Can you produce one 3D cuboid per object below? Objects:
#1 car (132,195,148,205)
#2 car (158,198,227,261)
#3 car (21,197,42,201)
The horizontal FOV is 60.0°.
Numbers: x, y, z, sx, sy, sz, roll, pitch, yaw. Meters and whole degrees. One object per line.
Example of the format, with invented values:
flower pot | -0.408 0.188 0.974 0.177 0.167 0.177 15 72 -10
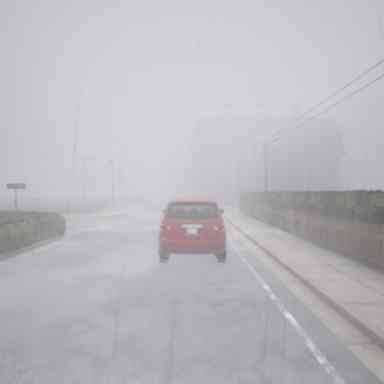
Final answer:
car | -9.450 1.371 60.476 2.097 1.767 4.553 0 0 1
car | 0.047 1.229 12.363 2.150 2.045 5.566 0 0 1
car | -28.990 1.588 59.423 4.181 1.385 1.994 0 0 0
